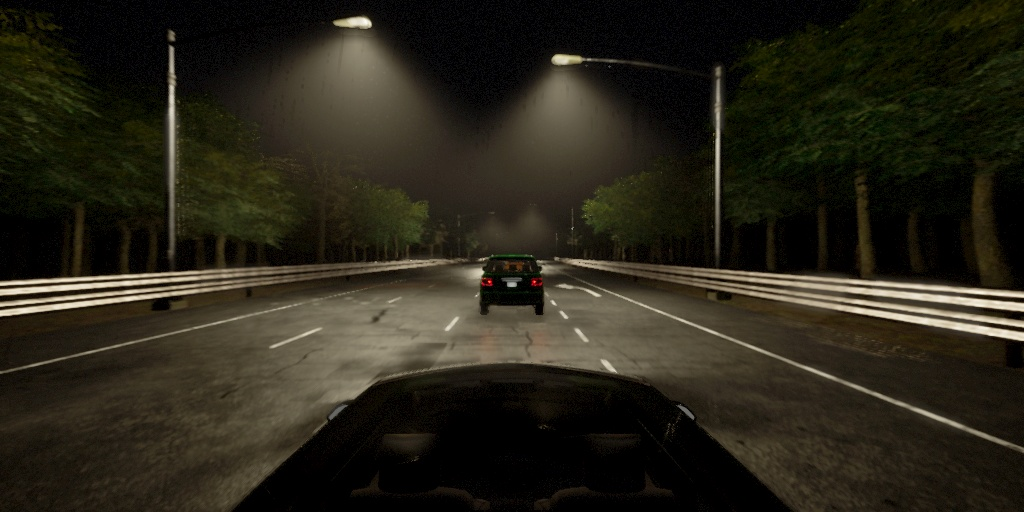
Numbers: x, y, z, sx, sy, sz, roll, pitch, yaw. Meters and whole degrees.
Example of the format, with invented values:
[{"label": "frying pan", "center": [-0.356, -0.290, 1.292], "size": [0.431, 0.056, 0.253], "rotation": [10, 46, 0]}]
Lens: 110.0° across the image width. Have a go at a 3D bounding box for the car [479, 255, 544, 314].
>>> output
[{"label": "car", "center": [0.004, 0.974, 13.776], "size": [2.150, 2.045, 5.566], "rotation": [0, 0, 0]}]
